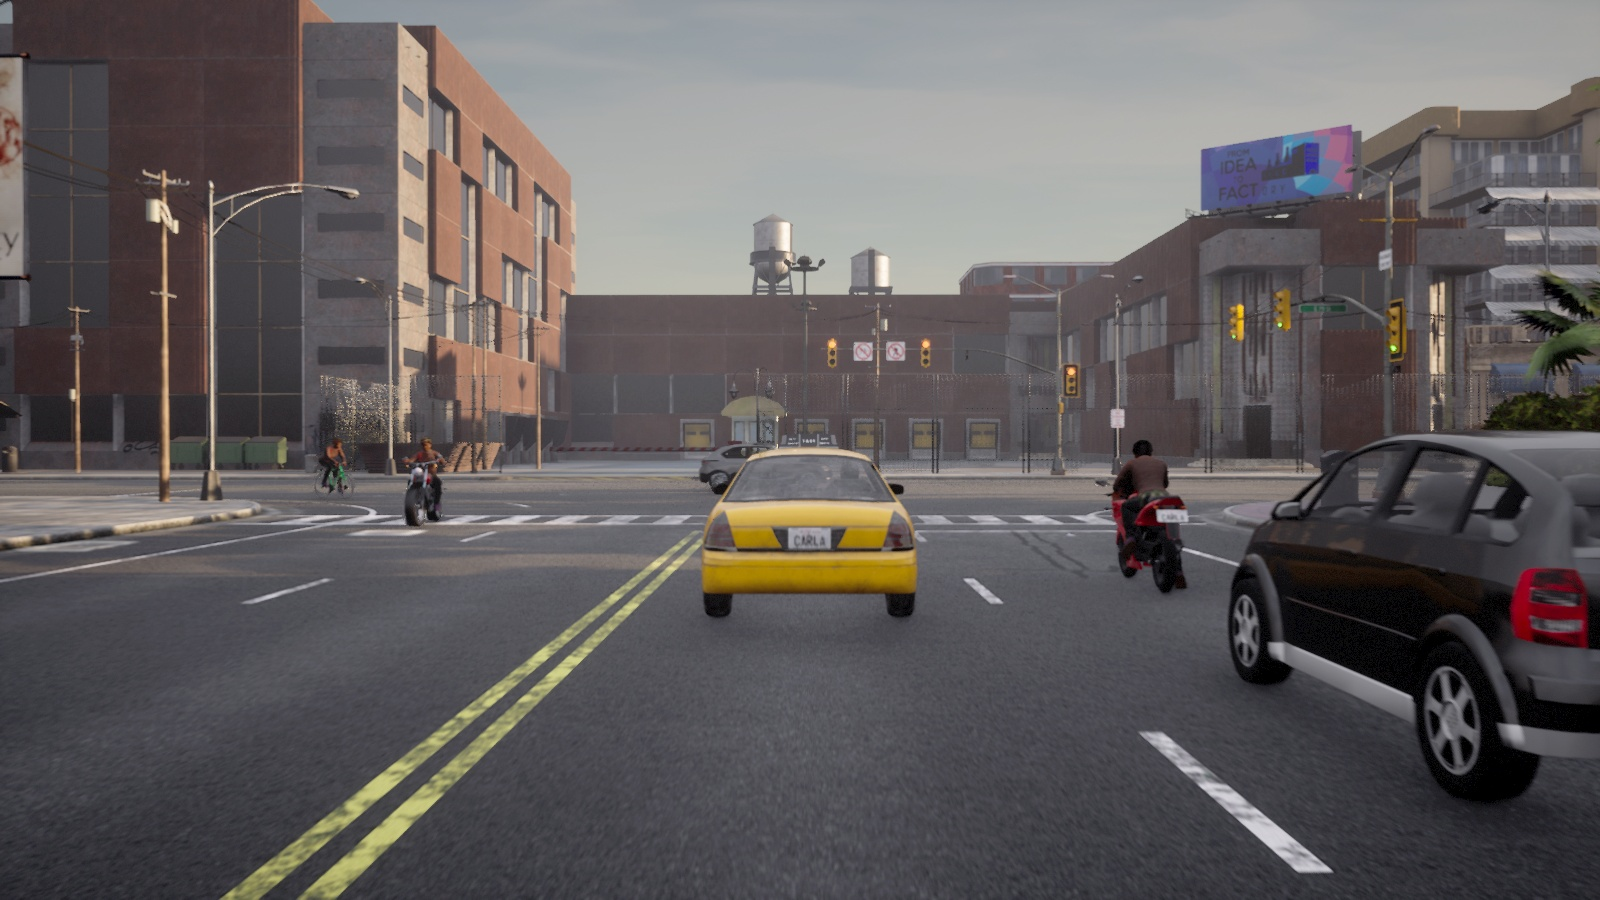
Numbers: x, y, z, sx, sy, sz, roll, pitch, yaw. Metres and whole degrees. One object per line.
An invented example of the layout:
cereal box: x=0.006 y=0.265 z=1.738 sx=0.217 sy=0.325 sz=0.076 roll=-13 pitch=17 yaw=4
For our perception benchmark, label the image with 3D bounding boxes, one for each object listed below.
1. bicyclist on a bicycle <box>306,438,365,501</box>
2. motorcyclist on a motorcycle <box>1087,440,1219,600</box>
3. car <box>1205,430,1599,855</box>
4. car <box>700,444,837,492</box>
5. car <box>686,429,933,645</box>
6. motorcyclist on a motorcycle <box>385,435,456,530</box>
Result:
bicyclist on a bicycle: x=-12.372 y=0.501 z=33.429 sx=1.656 sy=1.620 sz=0.582 roll=1 pitch=2 yaw=33
motorcyclist on a motorcycle: x=3.589 y=0.658 z=12.974 sx=0.797 sy=1.523 sz=2.044 roll=0 pitch=0 yaw=0
car: x=3.548 y=0.692 z=6.426 sx=1.789 sy=1.549 sz=3.705 roll=0 pitch=0 yaw=1
car: x=-0.953 y=0.538 z=39.231 sx=4.193 sy=1.474 sz=1.816 roll=0 pitch=0 yaw=1
car: x=0.083 y=0.619 z=11.853 sx=1.801 sy=1.575 sz=5.366 roll=0 pitch=0 yaw=0
motorcyclist on a motorcycle: x=-6.926 y=0.561 z=23.039 sx=0.766 sy=1.649 sz=2.350 roll=0 pitch=1 yaw=-5
